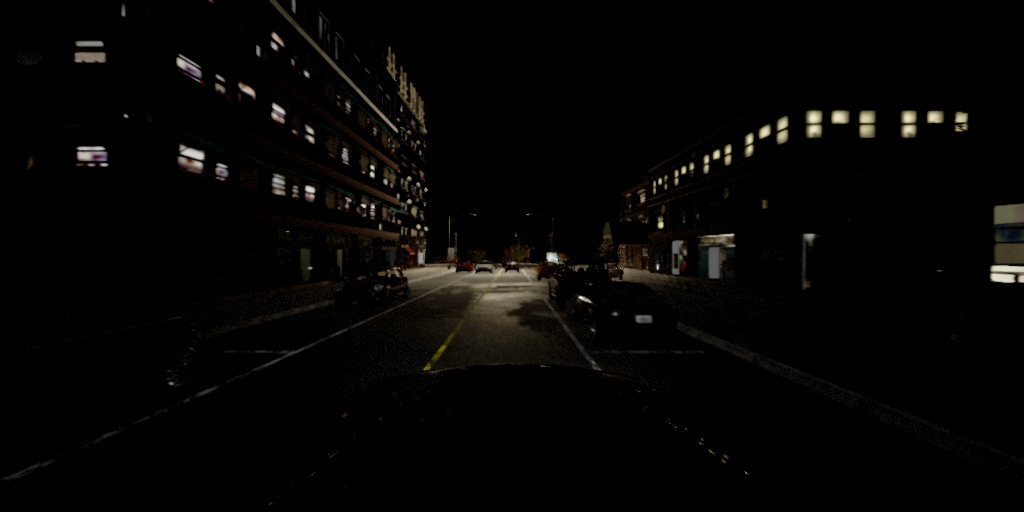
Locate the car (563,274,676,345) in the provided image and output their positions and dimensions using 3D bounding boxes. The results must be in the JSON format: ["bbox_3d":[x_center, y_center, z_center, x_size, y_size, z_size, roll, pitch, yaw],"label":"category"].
[{"bbox_3d":[2.691,1.316,9.355,1.948,1.339,4.313,0,0,0],"label":"car"}]

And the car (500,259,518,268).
[{"bbox_3d":[-0.561,1.316,63.202,1.994,1.385,4.181,0,0,-19],"label":"car"}]

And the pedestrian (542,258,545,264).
[{"bbox_3d":[2.959,1.042,33.423,0.375,1.860,0.375,-1,1,-3],"label":"pedestrian"}]

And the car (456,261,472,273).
[{"bbox_3d":[-5.687,1.293,43.449,1.888,1.381,4.507,0,0,0],"label":"car"}]

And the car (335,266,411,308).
[{"bbox_3d":[-5.689,1.190,15.061,1.967,1.591,4.097,0,0,0],"label":"car"}]

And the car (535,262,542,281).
[{"bbox_3d":[3.003,1.227,30.433,1.882,1.535,5.008,0,0,0],"label":"car"}]

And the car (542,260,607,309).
[{"bbox_3d":[2.692,1.064,15.032,2.192,1.841,5.009,0,0,0],"label":"car"}]

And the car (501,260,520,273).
[{"bbox_3d":[0.024,1.295,44.461,2.033,1.411,5.357,0,0,0],"label":"car"}]

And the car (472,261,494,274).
[{"bbox_3d":[-3.072,1.273,40.631,1.812,1.442,4.674,0,0,0],"label":"car"}]

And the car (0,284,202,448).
[{"bbox_3d":[-5.691,1.190,3.706,1.967,1.591,4.097,0,0,0],"label":"car"}]
